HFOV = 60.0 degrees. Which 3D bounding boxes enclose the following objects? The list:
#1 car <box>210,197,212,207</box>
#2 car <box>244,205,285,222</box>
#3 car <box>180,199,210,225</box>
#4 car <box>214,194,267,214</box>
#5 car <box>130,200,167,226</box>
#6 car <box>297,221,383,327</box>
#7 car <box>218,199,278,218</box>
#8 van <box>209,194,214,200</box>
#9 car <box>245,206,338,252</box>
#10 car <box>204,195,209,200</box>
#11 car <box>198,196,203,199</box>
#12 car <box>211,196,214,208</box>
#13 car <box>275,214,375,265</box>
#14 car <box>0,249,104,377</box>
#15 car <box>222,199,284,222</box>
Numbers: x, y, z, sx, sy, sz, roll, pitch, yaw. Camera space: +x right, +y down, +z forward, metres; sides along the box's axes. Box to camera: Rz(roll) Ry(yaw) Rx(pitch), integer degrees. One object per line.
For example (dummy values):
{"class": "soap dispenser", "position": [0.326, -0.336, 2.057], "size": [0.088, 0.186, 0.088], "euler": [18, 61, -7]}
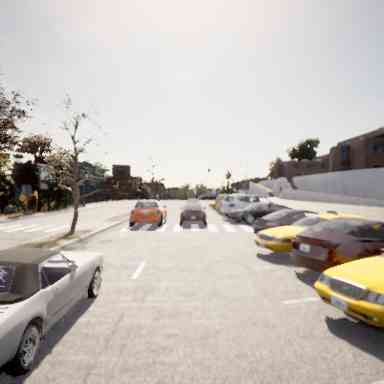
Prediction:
{"class": "car", "position": [5.063, 1.555, 39.162], "size": [4.792, 1.488, 2.163], "euler": [1, -1, -20]}
{"class": "car", "position": [5.053, 1.508, 15.293], "size": [4.674, 1.452, 2.002], "euler": [1, 0, -20]}
{"class": "car", "position": [0.079, 1.507, 23.895], "size": [1.812, 1.442, 4.674], "euler": [0, 0, 0]}
{"class": "car", "position": [5.076, 1.228, 27.235], "size": [5.566, 2.045, 2.435], "euler": [1, 0, -20]}
{"class": "car", "position": [-2.920, 1.332, 23.014], "size": [2.097, 1.767, 4.553], "euler": [0, 0, 0]}
{"class": "car", "position": [4.891, 1.478, 6.278], "size": [5.366, 1.575, 1.946], "euler": [1, 0, -20]}
{"class": "car", "position": [5.050, 1.488, 30.199], "size": [5.008, 1.535, 2.097], "euler": [1, 0, -20]}
{"class": "van", "position": [4.929, 1.312, 42.089], "size": [4.442, 1.987, 1.878], "euler": [1, 0, -20]}
{"class": "car", "position": [4.887, 1.465, 12.244], "size": [5.366, 1.575, 1.946], "euler": [1, 0, -20]}
{"class": "car", "position": [4.860, 1.548, 45.047], "size": [5.366, 1.575, 1.946], "euler": [1, 0, -20]}
{"class": "car", "position": [0.067, 1.566, 40.529], "size": [1.812, 1.442, 4.674], "euler": [0, 0, 0]}
{"class": "car", "position": [5.213, 1.511, 36.232], "size": [5.366, 1.575, 1.946], "euler": [1, -1, -20]}
{"class": "car", "position": [5.088, 1.507, 9.340], "size": [4.792, 1.488, 2.163], "euler": [1, 0, -20]}
{"class": "car", "position": [-2.905, 1.593, 5.478], "size": [1.895, 1.301, 4.718], "euler": [0, 0, 0]}
{"class": "car", "position": [5.059, 1.475, 24.233], "size": [4.892, 1.521, 2.231], "euler": [1, 0, -20]}
